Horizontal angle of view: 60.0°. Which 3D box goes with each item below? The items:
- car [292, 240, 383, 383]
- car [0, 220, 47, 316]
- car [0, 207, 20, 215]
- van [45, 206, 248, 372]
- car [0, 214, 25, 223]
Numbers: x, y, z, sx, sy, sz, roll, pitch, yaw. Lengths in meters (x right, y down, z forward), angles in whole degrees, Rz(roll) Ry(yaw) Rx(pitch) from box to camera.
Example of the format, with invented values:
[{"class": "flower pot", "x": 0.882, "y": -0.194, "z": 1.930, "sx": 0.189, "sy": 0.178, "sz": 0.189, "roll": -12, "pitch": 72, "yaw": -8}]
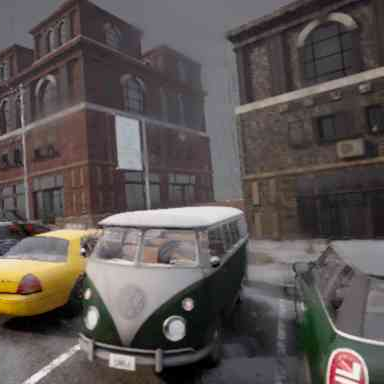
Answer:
[{"class": "car", "x": 2.355, "y": 1.360, "z": 4.002, "sx": 2.185, "sy": 1.767, "sz": 4.553, "roll": 0, "pitch": -1, "yaw": 16}, {"class": "car", "x": -2.548, "y": 1.497, "z": 7.750, "sx": 1.946, "sy": 1.575, "sz": 5.366, "roll": 0, "pitch": -1, "yaw": 16}, {"class": "car", "x": -7.549, "y": 1.386, "z": 11.136, "sx": 2.185, "sy": 1.767, "sz": 4.553, "roll": 0, "pitch": -1, "yaw": 15}, {"class": "van", "x": -0.138, "y": 1.264, "z": 5.688, "sx": 1.878, "sy": 1.987, "sz": 4.442, "roll": 0, "pitch": -1, "yaw": 16}, {"class": "car", "x": -5.071, "y": 1.534, "z": 9.369, "sx": 2.163, "sy": 1.488, "sz": 4.792, "roll": 0, "pitch": -1, "yaw": 16}]
